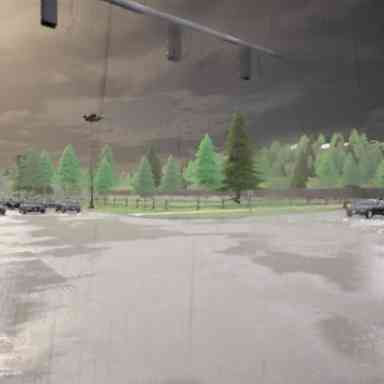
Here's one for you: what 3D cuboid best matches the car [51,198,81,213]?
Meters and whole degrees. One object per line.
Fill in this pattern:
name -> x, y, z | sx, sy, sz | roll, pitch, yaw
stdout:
car -> -13.699, 1.481, 36.660 | 1.837, 1.490, 4.892 | 0, 0, -36

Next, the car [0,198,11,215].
car -> -19.850, 1.539, 33.219 | 2.033, 1.411, 5.357 | 0, 0, -36

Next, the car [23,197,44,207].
car -> -25.017, 1.522, 52.369 | 2.033, 1.411, 5.357 | 0, 0, -35

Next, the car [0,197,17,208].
car -> -27.842, 1.547, 50.291 | 1.994, 1.385, 4.181 | 0, 0, -36

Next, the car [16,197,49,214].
car -> -16.889, 1.548, 35.098 | 1.994, 1.385, 4.181 | 0, 0, -36

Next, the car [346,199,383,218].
car -> 15.406, 1.440, 29.089 | 4.892, 1.490, 1.837 | 0, 0, -35

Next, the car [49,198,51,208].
car -> -18.894, 1.540, 43.859 | 1.994, 1.385, 4.181 | 0, 0, -35

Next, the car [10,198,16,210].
car -> -22.015, 1.584, 42.189 | 1.895, 1.301, 4.718 | 0, 0, -36
